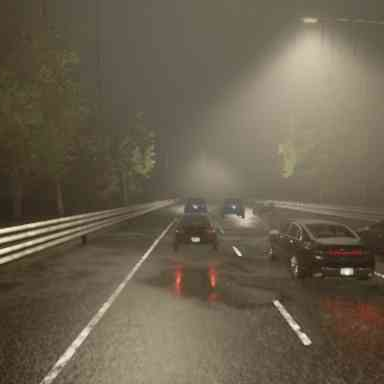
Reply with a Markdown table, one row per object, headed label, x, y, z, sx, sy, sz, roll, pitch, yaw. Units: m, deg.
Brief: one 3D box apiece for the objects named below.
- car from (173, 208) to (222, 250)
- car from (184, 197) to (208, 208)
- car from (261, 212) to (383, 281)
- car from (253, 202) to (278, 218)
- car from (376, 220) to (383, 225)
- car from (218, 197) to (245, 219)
| label | x | y | z | sx | sy | sz | roll | pitch | yaw |
| --- | --- | --- | --- | --- | --- | --- | --- | --- | --- |
| car | 0.160 | 1.655 | 14.879 | 1.812 | 1.442 | 4.674 | 0 | 0 | 0 |
| car | 0.375 | 1.503 | 32.933 | 2.150 | 2.045 | 5.566 | 0 | 0 | 1 |
| car | 3.619 | 1.595 | 10.139 | 1.837 | 1.490 | 4.892 | 0 | 0 | 0 |
| car | 7.392 | 1.781 | 33.840 | 2.128 | 1.511 | 4.902 | 0 | 0 | 1 |
| car | 7.131 | 1.625 | 11.345 | 1.812 | 1.442 | 4.674 | 0 | 0 | 0 |
| car | 3.875 | 1.503 | 32.890 | 2.150 | 2.045 | 5.566 | 0 | 0 | 1 |
